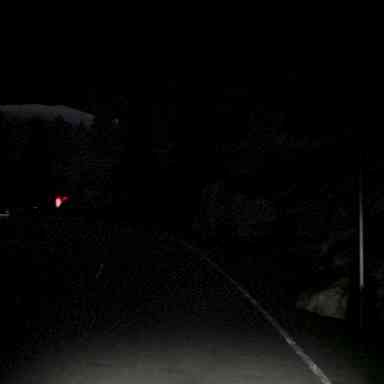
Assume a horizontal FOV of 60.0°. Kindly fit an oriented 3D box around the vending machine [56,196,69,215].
[{"bbox_3d":[-14.707,1.538,37.778,0.880,2.100,1.100,-1,0,29],"label":"vending machine"}]

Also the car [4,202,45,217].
[{"bbox_3d":[-17.882,1.837,35.456,4.902,1.511,2.128,-1,-1,27],"label":"car"}]
